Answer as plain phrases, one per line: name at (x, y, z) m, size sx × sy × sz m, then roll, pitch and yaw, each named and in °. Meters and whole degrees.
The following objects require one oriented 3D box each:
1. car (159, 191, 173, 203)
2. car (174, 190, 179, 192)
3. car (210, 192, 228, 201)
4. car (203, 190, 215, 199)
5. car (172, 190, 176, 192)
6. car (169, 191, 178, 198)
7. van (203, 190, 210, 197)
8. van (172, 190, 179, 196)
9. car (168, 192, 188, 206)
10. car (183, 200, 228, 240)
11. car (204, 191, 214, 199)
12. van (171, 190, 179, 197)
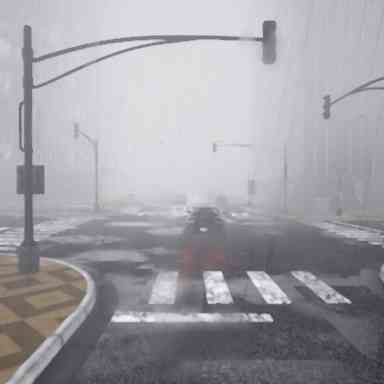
car at (-4.098, 0.986, 50.421) m, size 1.802 × 1.307 × 4.206 m, roll 0°, pitch 1°, yaw 0°
car at (-1.633, 0.847, 58.654) m, size 2.033 × 1.411 × 5.357 m, roll 0°, pitch 1°, yaw 0°
car at (3.863, 1.038, 44.940) m, size 1.947 × 1.339 × 4.313 m, roll 0°, pitch 1°, yaw 0°
car at (3.688, 0.507, 67.043) m, size 2.192 × 1.841 × 5.009 m, roll 0°, pitch 1°, yaw 0°
car at (-4.193, 0.758, 67.002) m, size 1.947 × 1.339 × 4.313 m, roll 0°, pitch 1°, yaw 0°
car at (-4.256, 0.488, 78.055) m, size 1.967 × 1.590 × 4.097 m, roll 0°, pitch 1°, yaw 0°
van at (3.593, 0.316, 83.625) m, size 1.690 × 1.788 × 3.998 m, roll 0°, pitch 1°, yaw 0°
van at (-4.319, 0.244, 89.107) m, size 1.690 × 1.788 × 3.998 m, roll 0°, pitch 1°, yaw 0°
car at (-1.581, 1.048, 42.672) m, size 2.033 × 1.411 × 5.357 m, roll 0°, pitch 1°, yaw 0°
car at (0.699, 1.363, 16.155) m, size 1.812 × 1.442 × 4.674 m, roll 1°, pitch 1°, yaw 5°
car at (3.656, 0.560, 72.573) m, size 1.967 × 1.590 × 4.097 m, roll 0°, pitch 1°, yaw 0°
van at (-4.287, 0.316, 83.580) m, size 1.690 × 1.788 × 3.998 m, roll 0°, pitch 1°, yaw 0°
